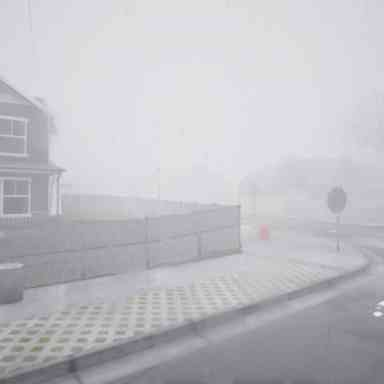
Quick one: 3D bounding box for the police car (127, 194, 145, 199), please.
[{"bbox_3d":[-7.878,1.102,47.019,1.930,1.638,5.238,1,0,-42],"label":"police car"}]
